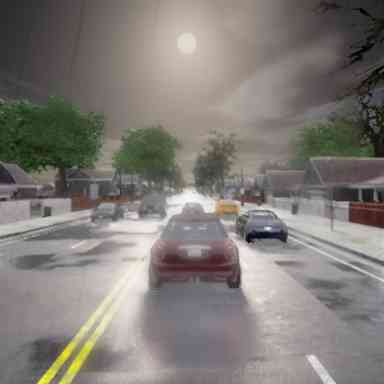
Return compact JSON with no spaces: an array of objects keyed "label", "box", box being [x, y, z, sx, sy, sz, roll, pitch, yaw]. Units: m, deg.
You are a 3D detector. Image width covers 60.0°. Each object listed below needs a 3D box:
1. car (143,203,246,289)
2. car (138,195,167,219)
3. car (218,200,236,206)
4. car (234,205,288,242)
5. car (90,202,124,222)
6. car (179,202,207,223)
[{"label":"car","box":[0.070,1.361,9.380,2.097,1.767,4.553,0,0,0]},{"label":"car","box":[-3.356,1.253,29.746,2.150,2.045,5.566,0,0,0]},{"label":"car","box":[3.335,1.510,32.415,1.882,1.535,5.008,0,0,0]},{"label":"car","box":[3.338,1.581,16.608,1.994,1.385,4.181,0,0,0]},{"label":"car","box":[-6.606,1.553,26.382,1.812,1.442,4.674,0,0,0]},{"label":"car","box":[0.077,1.575,27.003,2.033,1.411,5.357,0,0,0]}]
